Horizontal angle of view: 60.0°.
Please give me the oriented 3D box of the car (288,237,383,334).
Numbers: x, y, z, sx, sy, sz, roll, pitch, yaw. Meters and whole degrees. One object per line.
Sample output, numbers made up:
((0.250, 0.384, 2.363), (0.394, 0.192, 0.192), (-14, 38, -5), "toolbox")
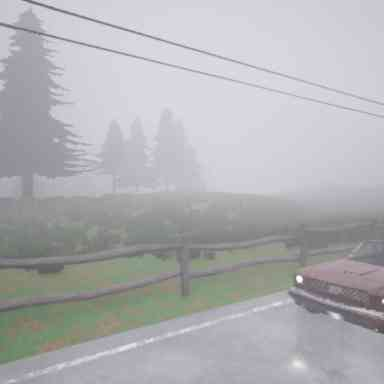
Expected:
((4.025, 1.577, 6.336), (4.718, 1.301, 1.895), (0, 0, -34), "car")
